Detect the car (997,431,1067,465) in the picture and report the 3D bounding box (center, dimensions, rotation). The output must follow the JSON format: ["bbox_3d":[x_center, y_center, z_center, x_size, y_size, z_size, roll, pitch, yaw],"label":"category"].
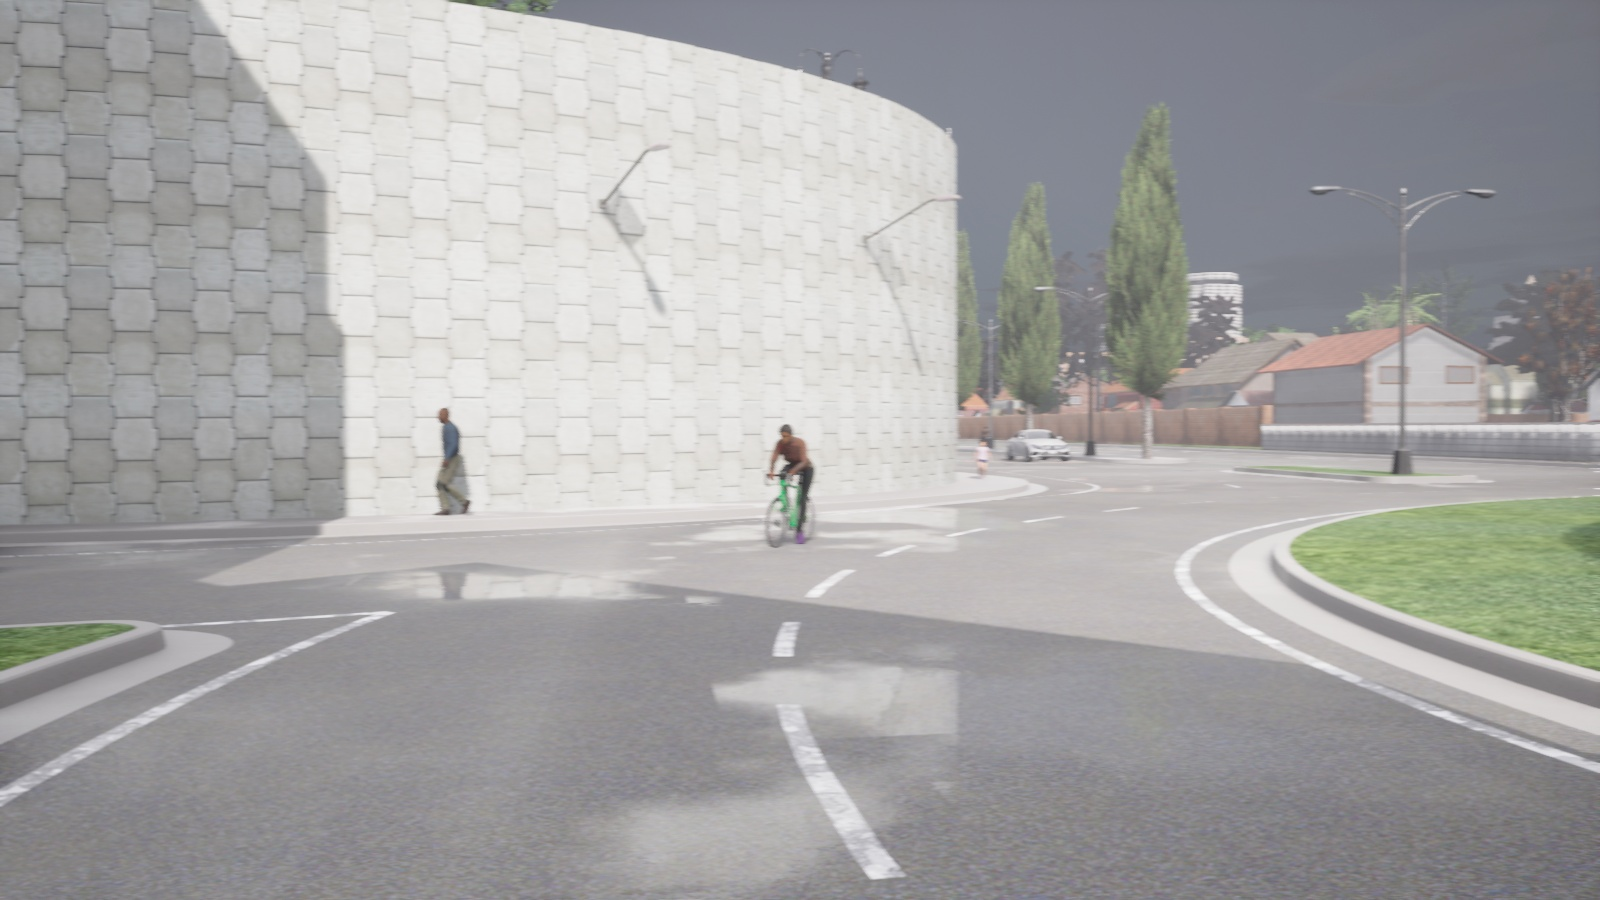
[{"bbox_3d":[10.381,-0.125,56.574,1.812,1.442,4.674,0,1,-7],"label":"car"}]

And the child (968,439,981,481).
[{"bbox_3d":[4.737,0.268,34.131,0.255,1.110,0.394,0,1,-4],"label":"child"}]

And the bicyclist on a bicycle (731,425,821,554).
[{"bbox_3d":[-0.299,0.481,16.724,0.582,1.620,1.656,1,2,22],"label":"bicyclist on a bicycle"}]

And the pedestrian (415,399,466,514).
[{"bbox_3d":[-5.863,0.103,20.484,0.726,1.835,0.370,0,1,-30],"label":"pedestrian"}]
